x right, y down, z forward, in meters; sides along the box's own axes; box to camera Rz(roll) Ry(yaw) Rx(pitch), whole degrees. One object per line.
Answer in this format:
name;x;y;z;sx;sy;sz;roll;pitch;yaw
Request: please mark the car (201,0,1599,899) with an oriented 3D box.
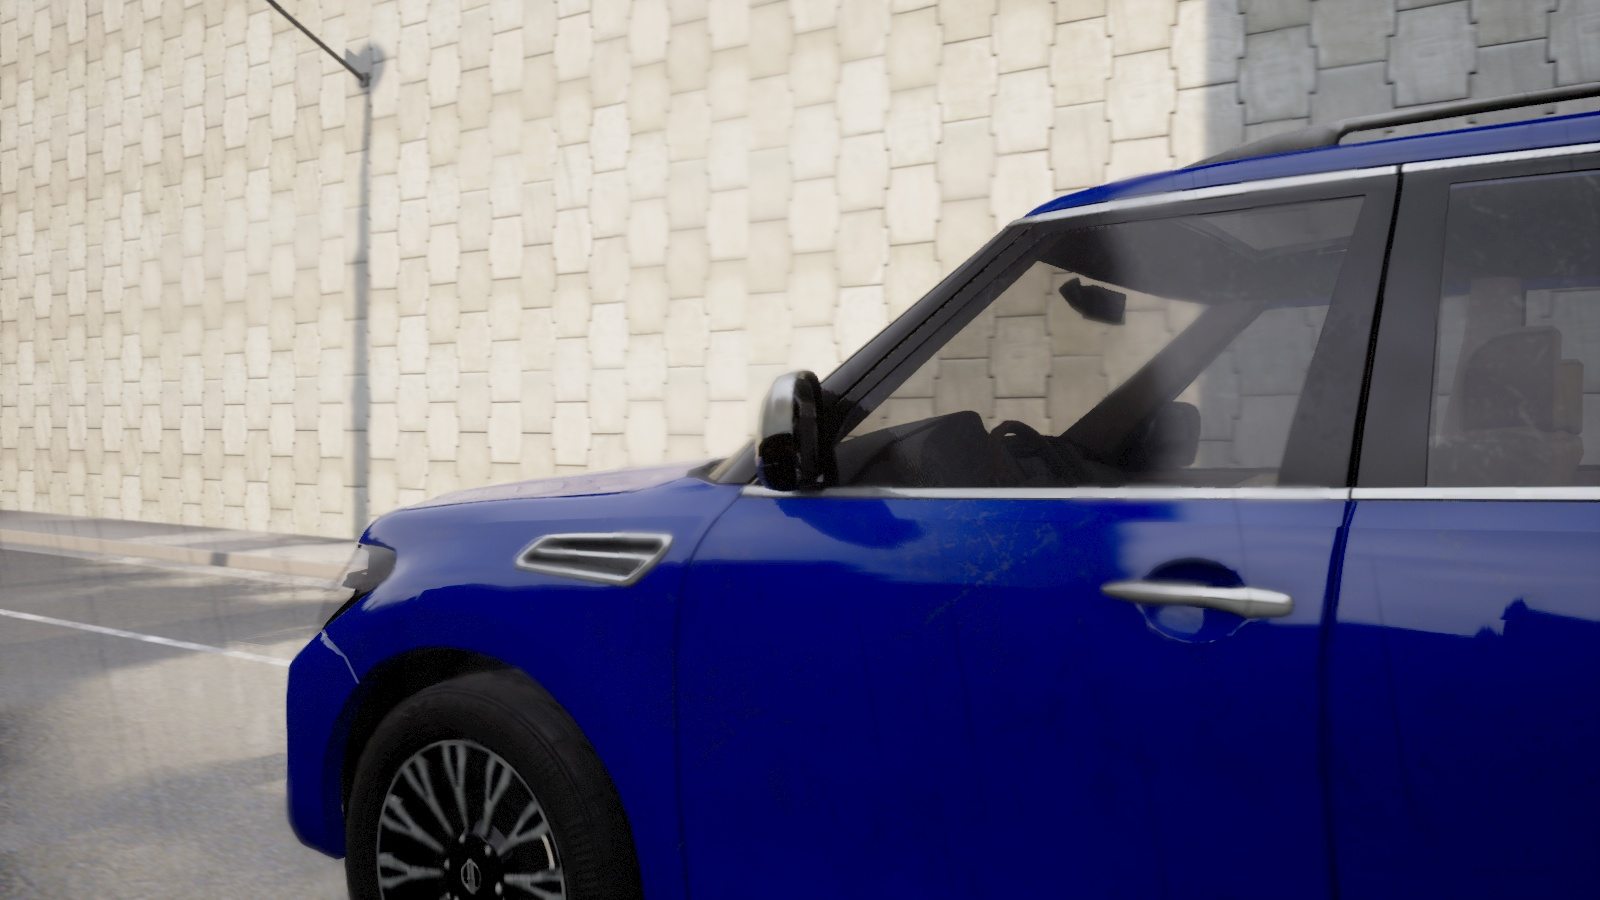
car;1.309;0.401;2.744;5.566;2.045;2.150;0;1;34
